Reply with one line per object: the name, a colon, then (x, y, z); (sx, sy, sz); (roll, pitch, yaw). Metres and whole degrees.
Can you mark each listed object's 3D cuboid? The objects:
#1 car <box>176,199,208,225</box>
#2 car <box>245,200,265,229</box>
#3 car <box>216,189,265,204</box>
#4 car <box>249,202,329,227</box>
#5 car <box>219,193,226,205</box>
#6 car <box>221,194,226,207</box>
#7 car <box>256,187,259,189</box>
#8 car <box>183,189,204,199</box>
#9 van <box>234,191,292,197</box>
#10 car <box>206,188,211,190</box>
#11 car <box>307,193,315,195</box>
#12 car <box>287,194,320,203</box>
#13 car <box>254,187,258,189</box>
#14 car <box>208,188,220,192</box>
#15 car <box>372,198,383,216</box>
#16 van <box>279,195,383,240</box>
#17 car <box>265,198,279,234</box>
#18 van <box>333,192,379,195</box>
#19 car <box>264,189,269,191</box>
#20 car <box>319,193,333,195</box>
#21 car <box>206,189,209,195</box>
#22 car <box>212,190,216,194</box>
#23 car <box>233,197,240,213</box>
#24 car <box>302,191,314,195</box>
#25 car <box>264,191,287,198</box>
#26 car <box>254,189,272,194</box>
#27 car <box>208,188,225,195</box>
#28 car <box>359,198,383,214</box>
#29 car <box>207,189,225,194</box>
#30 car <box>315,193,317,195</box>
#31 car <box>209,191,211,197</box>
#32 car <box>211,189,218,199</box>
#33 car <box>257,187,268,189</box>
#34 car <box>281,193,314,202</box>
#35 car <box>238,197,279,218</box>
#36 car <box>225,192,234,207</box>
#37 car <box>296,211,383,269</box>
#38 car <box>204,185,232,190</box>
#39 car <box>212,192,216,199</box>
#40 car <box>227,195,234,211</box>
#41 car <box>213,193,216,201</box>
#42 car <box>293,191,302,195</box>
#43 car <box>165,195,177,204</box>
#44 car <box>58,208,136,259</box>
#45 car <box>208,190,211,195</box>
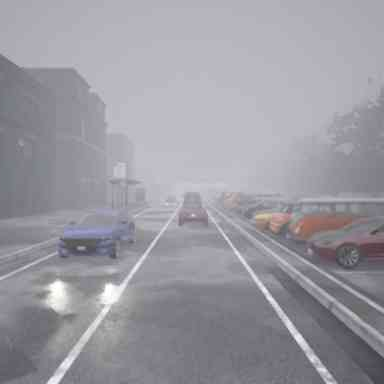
car: (0.083, 1.442, 23.248); (1.994, 1.385, 4.181); (0, 0, 0)
car: (6.028, 1.419, 18.973); (5.366, 1.575, 1.946); (0, 0, 0)
car: (6.326, 1.011, 44.021); (5.566, 2.045, 2.435); (0, 0, 0)
car: (6.225, 1.446, 21.756); (4.674, 1.452, 2.002); (0, 0, 0)
car: (6.283, 1.281, 41.239); (5.008, 1.535, 2.097); (0, 0, 0)
car: (6.464, 1.297, 38.455); (5.366, 1.575, 1.946); (0, 0, 0)
car: (19.546, 0.168, 85.833); (4.792, 1.488, 2.163); (0, 3, 0)
car: (0.037, 0.988, 40.431); (2.150, 2.045, 5.566); (0, 1, 0)
van: (6.368, 1.128, 30.104); (4.442, 1.987, 1.878); (0, 0, 0)
car: (6.412, 0.413, 80.236); (4.892, 1.521, 2.231); (0, 2, 0)
car: (19.382, 1.243, 46.927); (5.008, 1.535, 2.097); (0, 0, 0)
car: (19.430, 1.100, 58.082); (5.008, 1.535, 2.097); (0, 1, 0)
car: (19.530, 0.022, 88.741); (4.674, 1.452, 2.002); (0, 3, 0)
car: (6.359, 0.613, 71.878); (4.553, 1.767, 2.185); (0, 2, 0)
car: (19.336, 1.354, 30.094); (5.008, 1.535, 2.097); (0, 0, 0)
van: (6.078, 1.227, 13.468); (4.442, 1.987, 1.878); (0, 0, 0)
car: (6.173, 1.312, 16.189); (4.553, 1.767, 2.185); (0, 0, 0)
van: (19.242, 1.073, 38.447); (4.442, 1.987, 1.878); (0, 0, 0)
car: (19.475, 0.632, 74.808); (5.008, 1.535, 2.097); (0, 2, 0)
car: (19.340, 1.029, 41.232); (5.566, 2.045, 2.435); (0, 0, 0)
car: (6.380, 0.562, 77.461); (4.792, 1.488, 2.163); (0, 2, 0)
car: (6.385, 0.922, 60.740); (4.553, 1.767, 2.185); (0, 1, 0)
car: (6.247, 1.371, 27.323); (5.008, 1.535, 2.097); (0, 0, 0)
car: (19.428, 1.094, 49.711); (4.553, 1.767, 2.185); (0, 1, 0)
car: (19.460, 0.554, 77.598); (4.792, 1.488, 2.163); (0, 2, 0)
car: (19.539, -0.135, 91.522); (4.674, 1.452, 2.002); (0, 3, 0)
car: (6.478, -0.133, 88.582); (4.553, 1.767, 2.185); (0, 3, 0)
car: (19.343, 1.376, 32.880); (4.674, 1.452, 2.002); (0, 0, 0)
car: (6.485, -0.135, 91.372); (4.792, 1.488, 2.163); (0, 3, 0)
car: (19.563, 1.259, 44.018); (5.366, 1.575, 1.946); (0, 0, 0)
car: (6.401, 0.940, 66.310); (4.792, 1.488, 2.163); (0, 2, 0)
car: (6.394, 0.858, 63.519); (4.553, 1.767, 2.185); (0, 1, 0)
car: (19.693, 0.275, 83.042); (5.366, 1.575, 1.946); (0, 3, 0)
car: (19.248, 1.041, 60.871); (5.366, 1.575, 1.946); (0, 1, 0)
car: (6.227, 1.389, 24.540); (5.008, 1.535, 2.097); (0, 0, 0)
car: (6.239, 1.192, 35.797); (4.553, 1.767, 2.185); (0, 0, 0)
car: (6.157, 1.498, 10.623); (4.792, 1.488, 2.163); (0, 0, 0)
car: (6.456, 0.031, 83.011); (5.566, 2.045, 2.435); (0, 3, 0)
car: (6.329, 1.150, 55.167); (5.008, 1.535, 2.097); (0, 1, 0)
car: (6.266, 1.338, 32.890); (4.892, 1.521, 2.231); (0, 0, 0)
car: (6.320, 1.190, 52.378); (5.008, 1.535, 2.097); (0, 1, 0)
car: (19.443, 0.896, 55.289); (5.566, 2.045, 2.435); (0, 1, 0)
car: (-3.428, 1.150, 55.091); (2.033, 1.411, 5.357); (0, 1, 0)
car: (-3.354, 1.416, 12.570); (1.882, 1.535, 5.008); (0, 0, 0)
car: (6.352, 0.858, 69.096); (4.792, 1.488, 2.163); (0, 2, 0)
